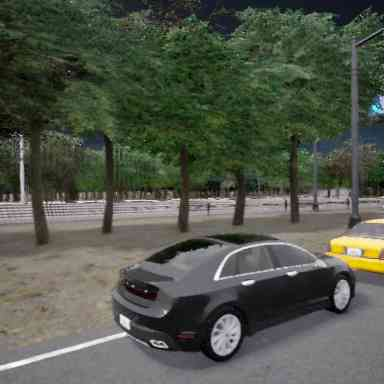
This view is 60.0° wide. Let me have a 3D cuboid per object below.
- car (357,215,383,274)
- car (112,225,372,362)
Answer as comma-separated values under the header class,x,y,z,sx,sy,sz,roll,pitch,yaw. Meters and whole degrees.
class,x,y,z,sx,sy,sz,roll,pitch,yaw
car,5.995,1.425,9.682,5.366,1.575,1.801,0,0,-37
car,1.043,1.501,5.949,4.892,1.490,1.837,0,0,-37
